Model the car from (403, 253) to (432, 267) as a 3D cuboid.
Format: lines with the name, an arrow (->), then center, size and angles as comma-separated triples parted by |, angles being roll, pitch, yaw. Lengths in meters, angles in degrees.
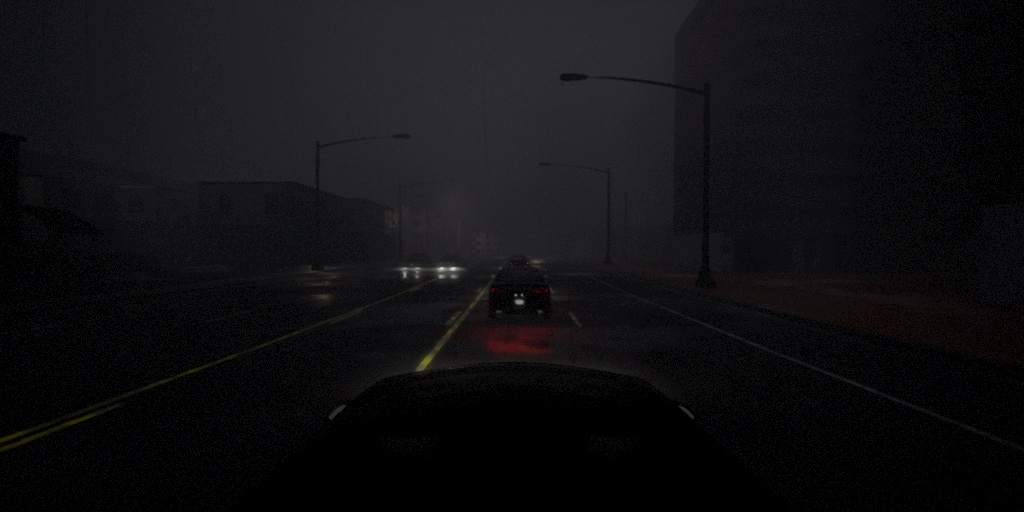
car -> -9.920, 0.359, 38.185 | 2.033, 1.411, 5.357 | 0, 2, 1

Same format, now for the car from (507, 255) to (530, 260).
car -> 0.533, 0.624, 30.109 | 1.812, 1.442, 4.674 | 0, 2, 1

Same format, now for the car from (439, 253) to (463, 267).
car -> -6.421, 0.391, 38.090 | 1.994, 1.385, 4.181 | 0, 2, 1

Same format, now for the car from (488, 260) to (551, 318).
car -> 0.253, 1.085, 12.451 | 1.882, 1.535, 5.008 | 0, 1, 1
